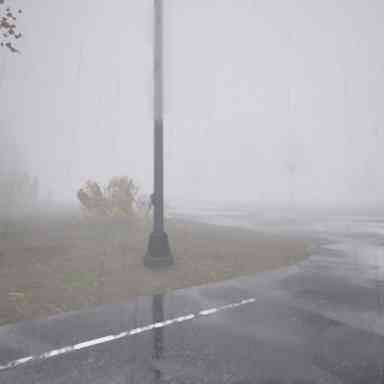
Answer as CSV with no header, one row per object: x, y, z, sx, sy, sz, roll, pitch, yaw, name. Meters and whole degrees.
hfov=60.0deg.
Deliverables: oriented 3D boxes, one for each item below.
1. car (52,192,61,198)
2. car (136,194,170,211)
-31.578,0.631,77.000,1.994,1.385,4.181,-1,1,-28,car
-4.284,1.031,35.888,2.097,1.767,4.553,-1,1,-35,car
